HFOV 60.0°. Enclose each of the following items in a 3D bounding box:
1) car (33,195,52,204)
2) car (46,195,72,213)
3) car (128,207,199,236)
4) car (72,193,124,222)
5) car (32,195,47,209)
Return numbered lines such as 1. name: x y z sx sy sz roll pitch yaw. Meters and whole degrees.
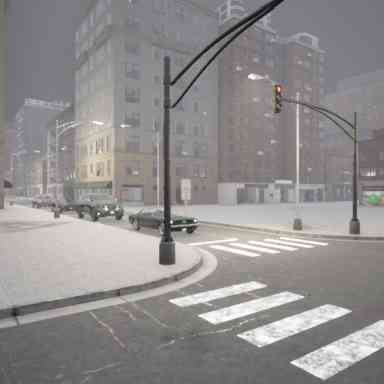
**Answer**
1. car: -25.423 1.270 56.545 2.033 1.411 5.357 0 0 -35
2. car: -13.175 1.311 34.312 1.882 1.535 5.008 0 0 -36
3. car: -1.661 1.527 18.151 1.895 1.301 4.718 0 0 -36
4. car: -7.304 1.102 26.054 2.150 2.045 5.566 0 0 -35
5. car: -19.078 1.140 42.648 2.097 1.767 4.553 0 0 -35
